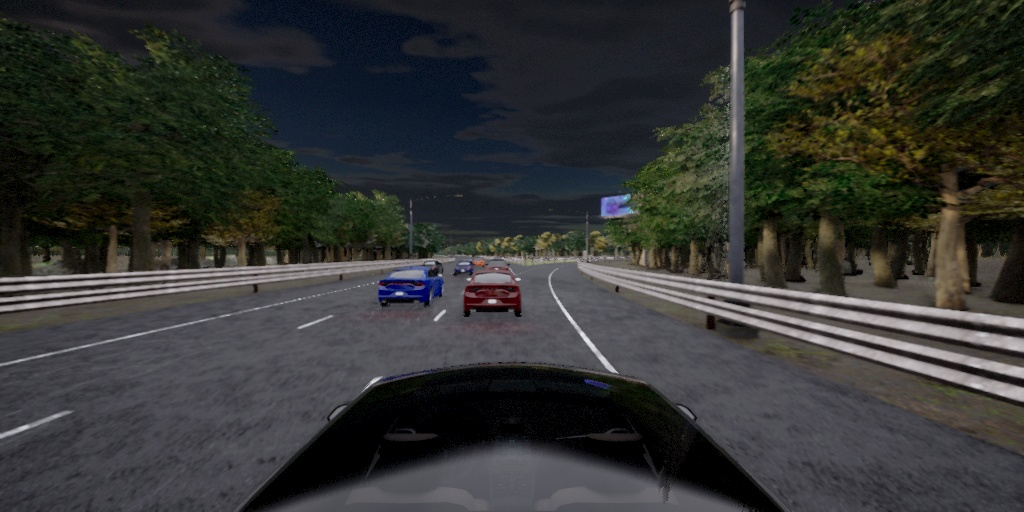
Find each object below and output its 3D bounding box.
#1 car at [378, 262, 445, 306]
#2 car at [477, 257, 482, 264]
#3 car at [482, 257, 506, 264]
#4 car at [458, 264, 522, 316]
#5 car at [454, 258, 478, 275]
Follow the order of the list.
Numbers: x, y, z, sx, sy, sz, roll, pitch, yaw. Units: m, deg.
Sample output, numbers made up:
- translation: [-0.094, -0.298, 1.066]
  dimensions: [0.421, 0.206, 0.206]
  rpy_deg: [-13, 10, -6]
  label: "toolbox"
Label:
- translation: [-4.166, 1.202, 15.478]
  dimensions: [1.882, 1.535, 5.008]
  rpy_deg: [0, 0, -2]
  label: "car"
- translation: [-5.851, 1.041, 63.147]
  dimensions: [2.097, 1.767, 4.553]
  rpy_deg: [0, 0, -3]
  label: "car"
- translation: [-1.265, 1.062, 31.122]
  dimensions: [2.097, 1.767, 4.553]
  rpy_deg: [0, 0, -2]
  label: "car"
- translation: [-0.689, 1.235, 13.369]
  dimensions: [1.882, 1.535, 5.008]
  rpy_deg: [0, 0, -2]
  label: "car"
- translation: [-4.860, 1.212, 37.211]
  dimensions: [1.812, 1.442, 4.674]
  rpy_deg: [0, 0, -2]
  label: "car"
